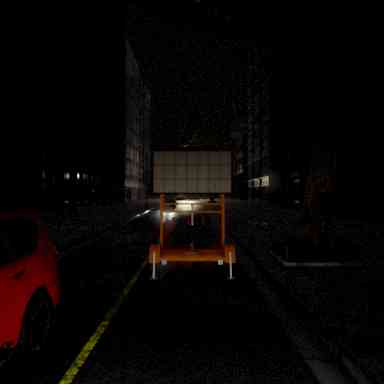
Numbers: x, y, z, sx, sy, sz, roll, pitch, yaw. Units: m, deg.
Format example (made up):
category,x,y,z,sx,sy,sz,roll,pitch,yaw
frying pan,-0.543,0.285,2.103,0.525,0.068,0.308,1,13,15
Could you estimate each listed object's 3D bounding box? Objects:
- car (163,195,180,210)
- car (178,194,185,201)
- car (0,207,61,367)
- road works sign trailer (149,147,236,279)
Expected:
category,x,y,z,sx,sy,sz,roll,pitch,yaw
car,-3.053,1.491,43.261,2.128,1.511,4.902,0,0,0
car,-2.907,1.346,85.227,2.097,1.767,4.553,0,0,0
car,-3.097,1.221,2.951,2.150,2.045,5.566,0,0,0
road works sign trailer,0.011,0.464,10.002,2.380,3.560,2.880,0,0,0
